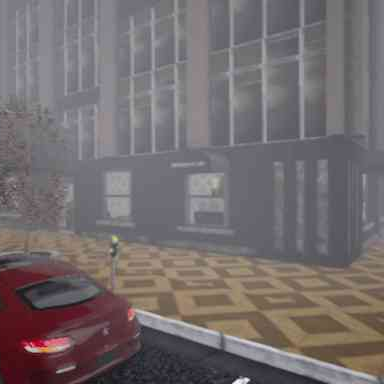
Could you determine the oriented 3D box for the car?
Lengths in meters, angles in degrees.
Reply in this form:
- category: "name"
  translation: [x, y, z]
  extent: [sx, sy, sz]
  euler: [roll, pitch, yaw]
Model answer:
- category: "car"
  translation: [-2.569, 1.592, 4.708]
  extent: [4.206, 1.307, 1.802]
  euler: [0, 0, 36]
